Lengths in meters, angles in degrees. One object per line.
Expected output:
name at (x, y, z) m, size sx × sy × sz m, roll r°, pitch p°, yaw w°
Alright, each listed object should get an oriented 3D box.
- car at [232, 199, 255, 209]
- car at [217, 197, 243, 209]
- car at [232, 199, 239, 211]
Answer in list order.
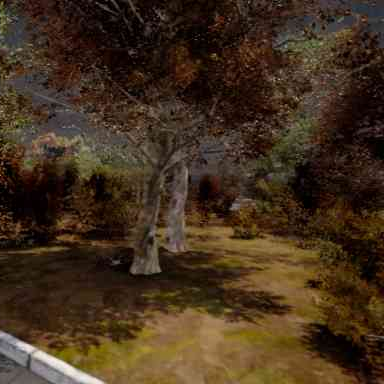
car at (9.457, 2.210, 60.379) m, size 1.946 × 1.575 × 5.366 m, roll 0°, pitch 0°, yaw 35°
car at (7.082, 1.950, 61.877) m, size 2.435 × 2.045 × 5.566 m, roll 0°, pitch 0°, yaw 35°
car at (6.991, 1.987, 45.888) m, size 2.435 × 2.045 × 5.566 m, roll 0°, pitch 0°, yaw 35°
